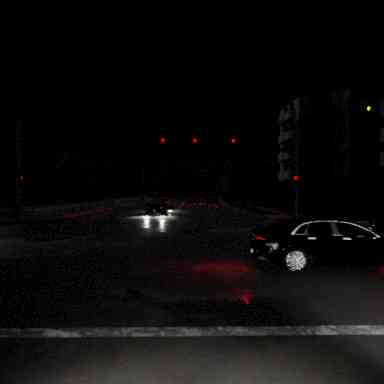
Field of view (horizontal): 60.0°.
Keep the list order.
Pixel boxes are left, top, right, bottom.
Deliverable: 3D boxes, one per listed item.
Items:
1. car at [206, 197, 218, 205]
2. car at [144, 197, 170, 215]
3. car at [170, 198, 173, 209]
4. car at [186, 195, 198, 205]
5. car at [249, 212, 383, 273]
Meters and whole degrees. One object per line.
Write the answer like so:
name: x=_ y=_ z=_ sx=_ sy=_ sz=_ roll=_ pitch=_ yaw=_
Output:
car: x=3.491 y=1.513 z=58.136 sx=1.812 sy=1.442 sz=4.674 roll=0 pitch=0 yaw=0
car: x=-3.588 y=1.518 z=33.930 sx=1.812 sy=1.442 sz=4.674 roll=0 pitch=0 yaw=0
car: x=-3.582 y=1.468 z=44.405 sx=1.882 sy=1.535 sz=5.008 roll=0 pitch=0 yaw=0
car: x=-0.009 y=1.339 z=58.091 sx=2.097 sy=1.767 sz=4.553 roll=0 pitch=0 yaw=0
car: x=4.216 y=1.502 z=10.072 sx=4.892 sy=1.490 sz=1.837 roll=0 pitch=0 yaw=-2
